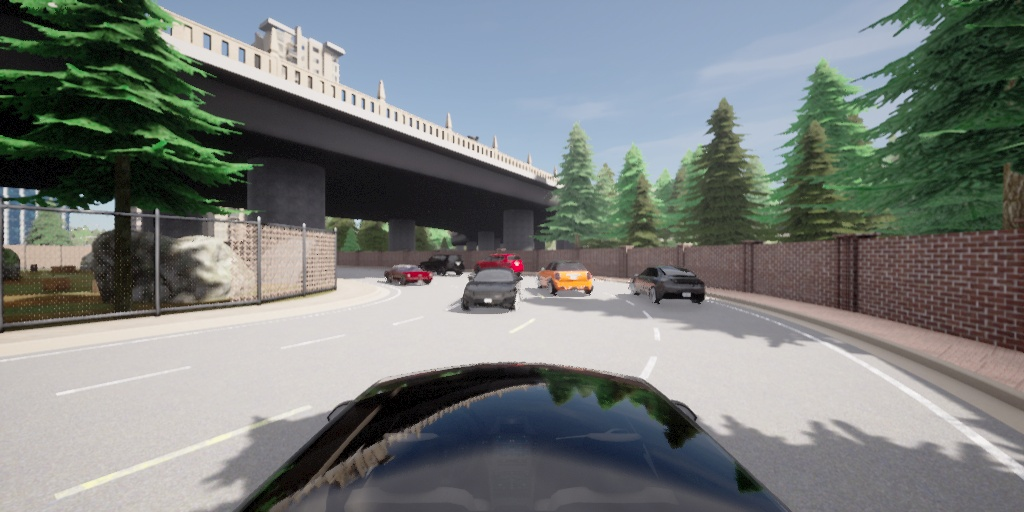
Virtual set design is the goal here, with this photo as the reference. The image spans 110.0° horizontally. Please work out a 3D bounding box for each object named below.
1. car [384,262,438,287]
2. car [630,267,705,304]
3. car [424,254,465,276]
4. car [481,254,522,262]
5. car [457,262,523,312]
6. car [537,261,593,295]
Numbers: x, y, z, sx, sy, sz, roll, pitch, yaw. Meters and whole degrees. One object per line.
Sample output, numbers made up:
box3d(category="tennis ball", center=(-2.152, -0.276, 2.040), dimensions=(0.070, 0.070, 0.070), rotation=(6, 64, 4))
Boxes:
box3d(category="car", center=(-7.034, 1.280, 24.259), dimensions=(1.895, 1.301, 4.718), rotation=(0, 0, -36))
box3d(category="car", center=(6.709, 1.200, 15.916), dimensions=(1.837, 1.490, 4.892), rotation=(1, 0, 3))
box3d(category="car", center=(-6.915, 0.863, 35.096), dimensions=(5.566, 2.045, 2.150), rotation=(0, 0, 44))
box3d(category="car", center=(-1.311, 0.860, 34.254), dimensions=(2.150, 2.045, 5.566), rotation=(0, 0, -41))
box3d(category="car", center=(-0.605, 1.185, 14.279), dimensions=(1.882, 1.535, 5.008), rotation=(1, 0, 4))
box3d(category="car", center=(2.720, 1.039, 19.491), dimensions=(2.097, 1.767, 4.553), rotation=(0, 0, -7))
